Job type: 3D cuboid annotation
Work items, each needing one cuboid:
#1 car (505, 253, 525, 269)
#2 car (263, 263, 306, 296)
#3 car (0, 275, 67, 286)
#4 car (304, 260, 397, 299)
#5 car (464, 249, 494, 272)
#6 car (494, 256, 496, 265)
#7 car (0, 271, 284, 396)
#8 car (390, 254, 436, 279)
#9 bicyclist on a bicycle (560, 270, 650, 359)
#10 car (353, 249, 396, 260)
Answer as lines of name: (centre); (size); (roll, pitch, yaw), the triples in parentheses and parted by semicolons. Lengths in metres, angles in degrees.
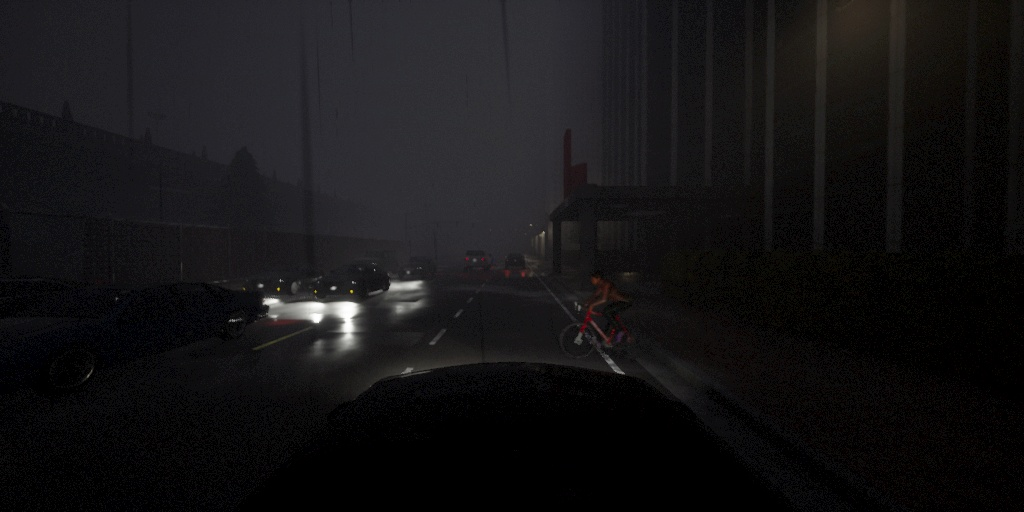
car: (0.332, 0.445, 38.476); (2.097, 1.767, 4.553); (0, 1, 0)
car: (-10.511, 1.033, 16.974); (1.994, 1.385, 4.181); (0, 1, -1)
car: (-10.576, 1.145, 6.700); (2.128, 1.511, 4.902); (0, 1, 0)
car: (-7.006, 1.051, 16.100); (1.994, 1.385, 4.181); (0, 1, 1)
car: (-3.226, 0.391, 33.900); (2.150, 2.045, 5.566); (0, 1, 0)
car: (-3.174, 0.440, 45.594); (1.882, 1.535, 5.008); (0, 1, 1)
car: (-7.077, 1.203, 6.717); (2.033, 1.411, 5.357); (0, 1, 0)
car: (-6.918, 0.793, 26.476); (2.128, 1.511, 4.902); (0, 1, 1)
bicyclist on a bicycle: (1.686, 1.077, 6.514); (1.656, 1.620, 0.582); (0, 1, 0)
car: (-10.403, 0.503, 27.444); (2.150, 2.045, 5.566); (0, 1, 1)
